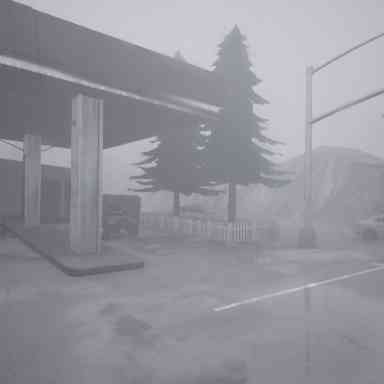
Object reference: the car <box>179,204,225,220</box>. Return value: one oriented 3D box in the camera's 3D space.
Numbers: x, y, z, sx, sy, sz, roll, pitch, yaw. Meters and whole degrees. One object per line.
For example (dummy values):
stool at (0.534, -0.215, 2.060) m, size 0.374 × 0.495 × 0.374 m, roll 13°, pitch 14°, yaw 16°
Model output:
car at (0.646, 1.761, 29.871) m, size 2.033 × 1.411 × 5.357 m, roll 1°, pitch 0°, yaw -35°

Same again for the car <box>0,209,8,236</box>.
car at (-11.665, 1.520, 18.470) m, size 2.242 × 1.667 × 4.611 m, roll 1°, pitch 0°, yaw -36°

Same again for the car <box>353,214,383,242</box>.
car at (10.524, 1.820, 16.503) m, size 1.812 × 1.442 × 4.674 m, roll 1°, pitch -2°, yaw -43°

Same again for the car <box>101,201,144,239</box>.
car at (-4.534, 1.446, 18.268) m, size 1.905 × 1.878 × 3.866 m, roll 1°, pitch 0°, yaw -36°

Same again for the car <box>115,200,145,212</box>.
car at (-7.916, 1.714, 42.021) m, size 1.895 × 1.301 × 4.718 m, roll 1°, pitch 0°, yaw -35°
